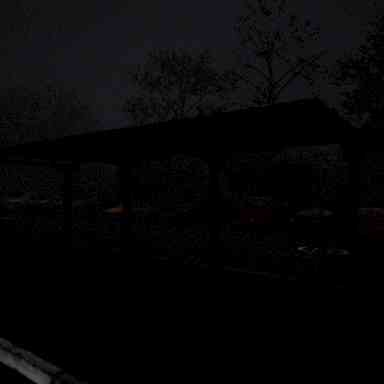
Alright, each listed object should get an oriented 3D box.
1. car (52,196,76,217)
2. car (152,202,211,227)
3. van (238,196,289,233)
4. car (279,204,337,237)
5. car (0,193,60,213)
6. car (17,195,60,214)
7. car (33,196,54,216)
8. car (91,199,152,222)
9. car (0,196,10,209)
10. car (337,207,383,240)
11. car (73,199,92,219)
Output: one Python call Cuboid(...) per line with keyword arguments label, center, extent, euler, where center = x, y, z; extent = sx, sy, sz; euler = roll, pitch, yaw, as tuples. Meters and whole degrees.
Cuboid(label="car", center=(-9.205, 1.389, 29.183), extent=(2.231, 1.521, 4.892), euler=(0, 0, 35))
Cuboid(label="car", center=(-0.163, 1.473, 22.741), extent=(2.163, 1.488, 4.792), euler=(0, 0, 35))
Cuboid(label="van", center=(4.453, 1.246, 19.653), extent=(1.878, 1.987, 4.442), euler=(0, 0, 35))
Cuboid(label="car", center=(6.648, 1.526, 17.953), extent=(2.002, 1.452, 4.674), euler=(0, 0, 35))
Cuboid(label="car", center=(-16.021, 1.095, 33.964), extent=(2.435, 2.045, 5.566), euler=(0, 0, 35))
Cuboid(label="car", center=(-13.737, 1.360, 32.389), extent=(2.097, 1.535, 5.008), euler=(0, 0, 35))
Cuboid(label="car", center=(-11.471, 1.374, 30.786), extent=(2.097, 1.535, 5.008), euler=(0, 0, 35))
Cuboid(label="car", center=(-4.785, 1.413, 25.820), extent=(1.946, 1.575, 5.366), euler=(0, 0, 35))
Cuboid(label="car", center=(-25.085, 1.308, 40.377), extent=(2.163, 1.488, 4.792), euler=(1, 0, 35))
Cuboid(label="car", center=(8.914, 1.500, 16.347), extent=(2.097, 1.535, 5.008), euler=(0, 0, 35))
Cuboid(label="car", center=(-6.927, 1.432, 27.599), extent=(2.163, 1.488, 4.792), euler=(0, 0, 35))
